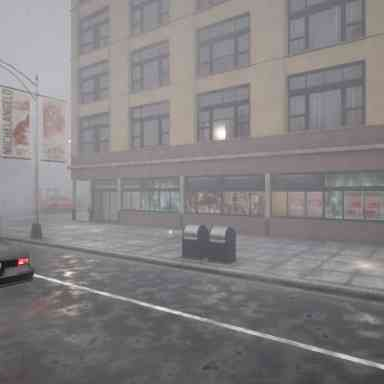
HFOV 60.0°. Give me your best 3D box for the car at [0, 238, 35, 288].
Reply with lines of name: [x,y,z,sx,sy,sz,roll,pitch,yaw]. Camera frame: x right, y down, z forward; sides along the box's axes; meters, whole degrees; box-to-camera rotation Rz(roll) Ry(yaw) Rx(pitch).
car: [-6.030,1.547,8.165,5.357,1.411,2.033,0,0,35]

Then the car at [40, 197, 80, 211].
car: [-15.859,1.352,40.302,2.097,1.767,4.553,0,0,35]
